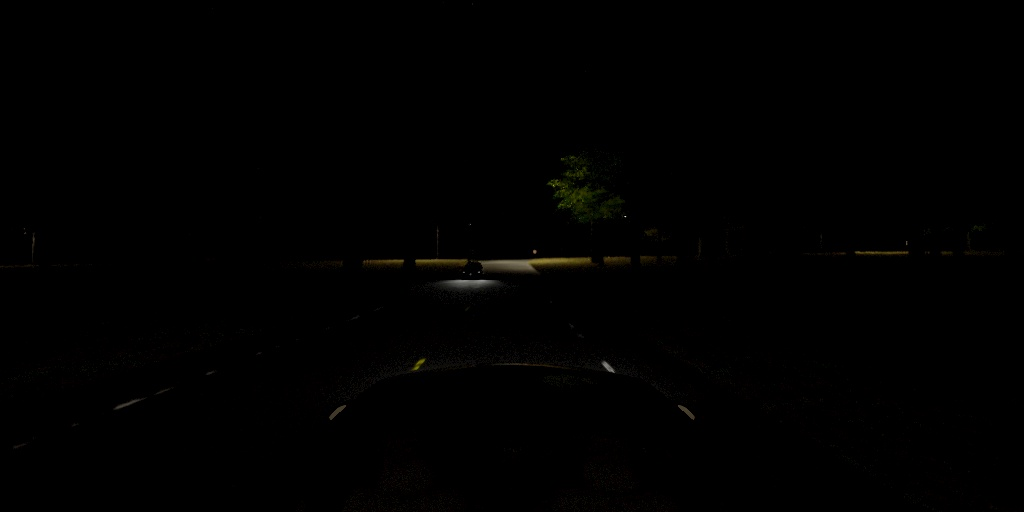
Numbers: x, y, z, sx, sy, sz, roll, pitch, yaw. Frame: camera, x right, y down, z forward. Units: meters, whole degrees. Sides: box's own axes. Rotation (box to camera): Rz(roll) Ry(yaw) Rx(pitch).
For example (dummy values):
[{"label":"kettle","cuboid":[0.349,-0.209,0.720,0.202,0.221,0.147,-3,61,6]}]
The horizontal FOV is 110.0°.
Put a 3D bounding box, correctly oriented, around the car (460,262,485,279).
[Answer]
[{"label":"car","cuboid":[-3.582,1.336,33.369,1.837,1.490,4.892,0,0,0]}]
